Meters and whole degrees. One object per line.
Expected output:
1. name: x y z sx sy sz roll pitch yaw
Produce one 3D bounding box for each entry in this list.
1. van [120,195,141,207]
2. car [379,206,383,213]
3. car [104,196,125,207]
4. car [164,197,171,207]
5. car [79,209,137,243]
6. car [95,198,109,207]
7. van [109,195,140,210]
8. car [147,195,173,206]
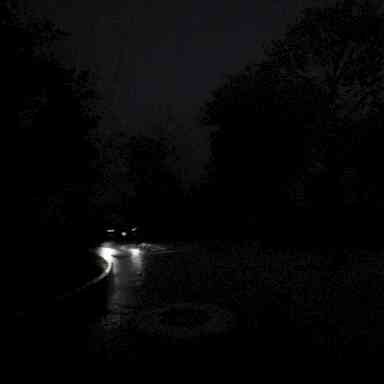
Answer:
1. van: -11.225 1.566 60.490 1.878 1.987 4.442 0 0 -36
2. car: 28.034 2.187 44.939 1.882 1.535 5.008 2 -1 -35
3. car: -13.742 1.651 58.788 2.185 1.767 4.553 0 0 -36
4. car: -4.965 1.783 49.797 1.946 1.575 5.366 0 0 -36
5. car: -4.722 1.852 18.296 1.837 1.490 4.892 2 -2 -35
6. car: -16.239 1.770 57.262 1.946 1.575 5.366 0 0 -36
7. van: -9.573 1.548 46.862 1.878 1.987 4.442 0 0 -36
8. car: -6.249 1.592 64.177 2.435 2.045 5.566 1 0 -36
